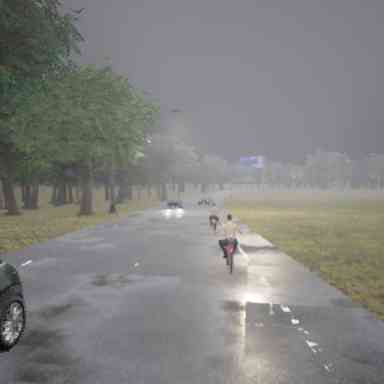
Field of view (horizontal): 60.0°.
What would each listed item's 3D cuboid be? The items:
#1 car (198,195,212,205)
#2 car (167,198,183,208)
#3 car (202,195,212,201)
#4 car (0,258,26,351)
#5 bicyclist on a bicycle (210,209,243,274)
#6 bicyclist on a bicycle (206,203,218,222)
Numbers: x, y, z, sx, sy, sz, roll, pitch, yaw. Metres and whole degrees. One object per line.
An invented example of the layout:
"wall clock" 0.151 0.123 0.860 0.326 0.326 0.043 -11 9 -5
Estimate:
"car" 2.064 1.459 55.882 1.895 1.301 4.718 0 0 4
"car" -2.294 1.499 45.113 1.895 1.301 4.718 0 0 3
"car" 3.360 1.312 73.709 1.994 1.385 4.181 0 0 5
"car" -3.569 1.341 3.110 2.097 1.767 4.553 0 0 0
"bicyclist on a bicycle" 1.058 1.414 9.500 0.866 1.612 1.509 0 0 0
"bicyclist on a bicycle" 1.211 1.398 18.460 0.866 1.612 1.509 0 1 1
